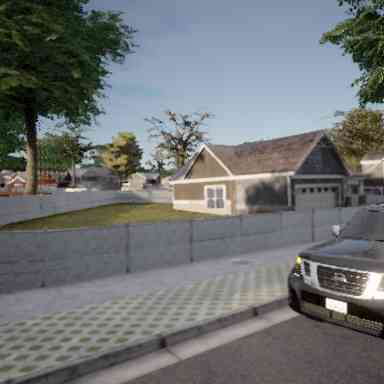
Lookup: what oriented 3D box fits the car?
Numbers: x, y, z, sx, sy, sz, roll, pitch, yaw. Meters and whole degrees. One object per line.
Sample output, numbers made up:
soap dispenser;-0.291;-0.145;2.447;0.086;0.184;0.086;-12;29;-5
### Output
car;4.195;1.202;6.224;5.566;2.045;2.150;0;-1;-37
